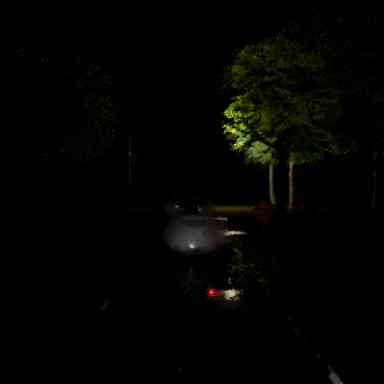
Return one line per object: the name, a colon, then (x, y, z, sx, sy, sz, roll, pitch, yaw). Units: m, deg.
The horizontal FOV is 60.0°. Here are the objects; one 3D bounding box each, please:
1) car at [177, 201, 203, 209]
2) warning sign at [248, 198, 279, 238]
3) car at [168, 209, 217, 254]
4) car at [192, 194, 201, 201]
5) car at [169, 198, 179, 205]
car: (0.017, 1.788, 28.584, 1.994, 1.385, 4.181, 0, 0, 1)
warning sign: (3.558, 1.267, 16.596, 1.300, 1.860, 1.060, 1, 0, 0)
car: (0.026, 1.655, 13.910, 1.812, 1.442, 4.674, 0, 0, 1)
car: (1.205, 1.484, 86.638, 2.150, 2.045, 5.566, 0, 0, 0)
car: (-3.522, 1.813, 65.651, 1.895, 1.301, 4.718, 0, 0, 0)
